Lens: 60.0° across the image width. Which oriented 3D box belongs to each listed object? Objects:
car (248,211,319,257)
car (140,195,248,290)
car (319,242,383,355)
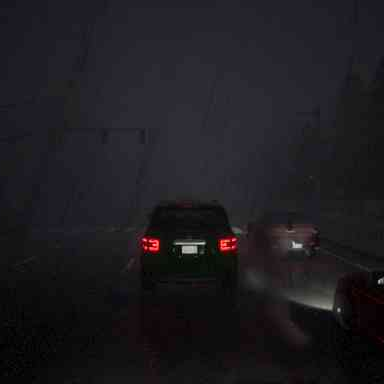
[{"bbox_3d":[3.333,1.496,12.967,2.128,1.511,4.902,0,0,0],"label":"car"},{"bbox_3d":[-0.100,1.224,9.210,2.150,2.045,5.566,0,0,-1],"label":"car"},{"bbox_3d":[3.424,1.565,4.059,1.994,1.385,4.181,0,0,-1],"label":"car"}]
